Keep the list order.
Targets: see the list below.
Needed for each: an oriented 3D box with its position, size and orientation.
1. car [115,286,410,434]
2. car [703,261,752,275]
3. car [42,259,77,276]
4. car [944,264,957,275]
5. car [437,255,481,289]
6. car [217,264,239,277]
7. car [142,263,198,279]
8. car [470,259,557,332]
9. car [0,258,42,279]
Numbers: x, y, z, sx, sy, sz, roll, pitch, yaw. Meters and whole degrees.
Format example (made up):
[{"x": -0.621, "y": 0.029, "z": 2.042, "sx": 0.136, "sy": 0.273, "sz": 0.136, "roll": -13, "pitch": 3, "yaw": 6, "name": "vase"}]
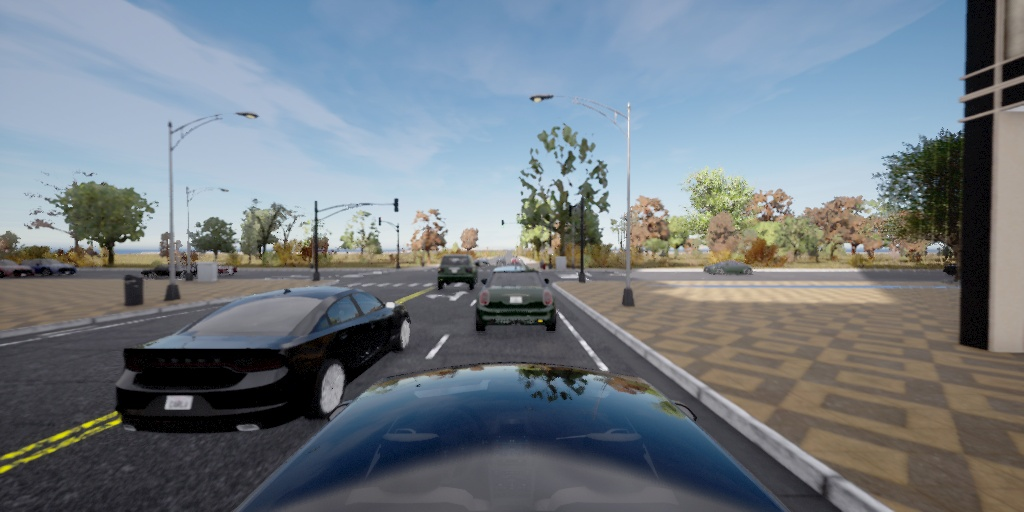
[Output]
[{"x": -3.149, "y": 1.221, "z": 5.865, "sx": 1.882, "sy": 1.535, "sz": 5.008, "roll": 0, "pitch": 0, "yaw": 0, "name": "car"}, {"x": 21.614, "y": 1.202, "z": 36.016, "sx": 4.181, "sy": 1.385, "sz": 1.994, "roll": 0, "pitch": 1, "yaw": 3, "name": "car"}, {"x": -47.037, "y": 1.111, "z": 36.247, "sx": 4.553, "sy": 1.767, "sz": 2.097, "roll": 0, "pitch": 1, "yaw": 3, "name": "car"}, {"x": 45.234, "y": 1.120, "z": 34.831, "sx": 4.892, "sy": 1.490, "sz": 1.837, "roll": 1, "pitch": 1, "yaw": 3, "name": "car"}, {"x": -3.341, "y": 0.936, "z": 22.719, "sx": 2.150, "sy": 2.045, "sz": 5.566, "roll": 0, "pitch": 0, "yaw": -3, "name": "car"}, {"x": -29.900, "y": 1.347, "z": 35.467, "sx": 4.718, "sy": 1.301, "sz": 1.895, "roll": 0, "pitch": 1, "yaw": 3, "name": "car"}, {"x": -30.090, "y": 1.402, "z": 32.221, "sx": 4.718, "sy": 1.301, "sz": 1.895, "roll": 0, "pitch": 1, "yaw": 3, "name": "car"}, {"x": 0.103, "y": 1.088, "z": 10.959, "sx": 2.097, "sy": 1.767, "sz": 4.553, "roll": 0, "pitch": 0, "yaw": 0, "name": "car"}, {"x": -47.023, "y": 1.166, "z": 32.985, "sx": 4.553, "sy": 1.767, "sz": 2.097, "roll": 0, "pitch": 1, "yaw": 3, "name": "car"}]
